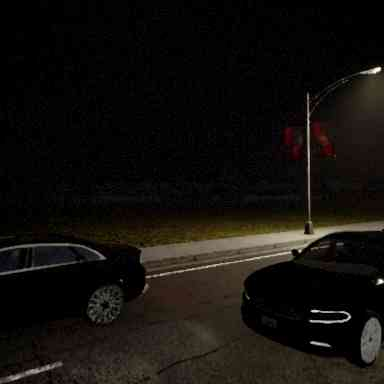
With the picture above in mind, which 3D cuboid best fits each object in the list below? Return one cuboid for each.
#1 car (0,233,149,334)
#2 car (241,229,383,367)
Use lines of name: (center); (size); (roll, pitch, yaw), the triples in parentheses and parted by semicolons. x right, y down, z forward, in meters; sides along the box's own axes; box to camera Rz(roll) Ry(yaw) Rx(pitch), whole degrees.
car: (-3.105, 1.491, 5.468); (4.902, 1.511, 2.128); (0, 0, -36)
car: (3.056, 1.473, 5.958); (5.008, 1.535, 1.882); (0, 0, -36)
